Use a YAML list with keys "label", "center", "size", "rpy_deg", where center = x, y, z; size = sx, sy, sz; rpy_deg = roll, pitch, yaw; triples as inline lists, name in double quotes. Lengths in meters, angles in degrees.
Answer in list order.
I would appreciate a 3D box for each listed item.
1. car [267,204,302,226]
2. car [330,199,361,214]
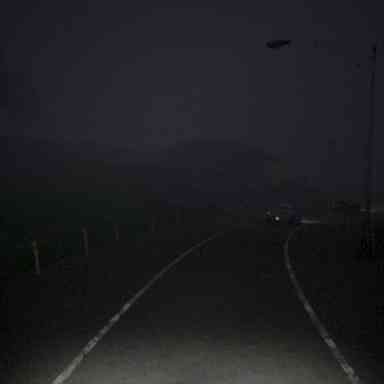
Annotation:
- label: "car"
  center: [6.982, 1.624, 24.984]
  size: [1.812, 1.442, 4.674]
  rpy_deg: [2, 1, 28]
- label: "car"
  center: [17.701, 1.603, 38.096]
  size: [4.902, 1.511, 2.128]
  rpy_deg: [-1, 4, -42]
